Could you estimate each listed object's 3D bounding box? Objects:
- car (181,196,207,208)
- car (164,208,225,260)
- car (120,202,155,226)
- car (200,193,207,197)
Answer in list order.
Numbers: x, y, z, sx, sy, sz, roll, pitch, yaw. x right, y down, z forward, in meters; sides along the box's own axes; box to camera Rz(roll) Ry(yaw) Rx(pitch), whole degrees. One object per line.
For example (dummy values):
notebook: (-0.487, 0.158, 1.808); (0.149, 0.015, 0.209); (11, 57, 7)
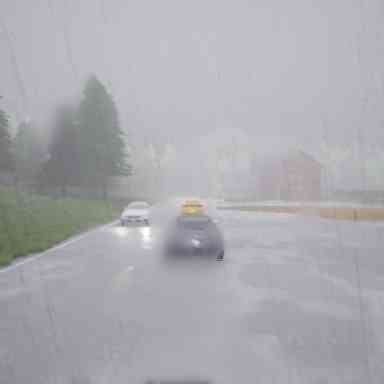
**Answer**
car: (0.041, 1.334, 29.232); (1.882, 1.535, 5.008); (0, 0, 0)
car: (0.068, 1.504, 12.126); (1.994, 1.385, 4.181); (0, 0, 0)
car: (-3.628, 1.413, 22.781); (1.812, 1.442, 4.674); (0, 0, 0)
car: (2.813, 1.034, 85.641); (1.816, 1.474, 4.193); (-6, 1, -2)
